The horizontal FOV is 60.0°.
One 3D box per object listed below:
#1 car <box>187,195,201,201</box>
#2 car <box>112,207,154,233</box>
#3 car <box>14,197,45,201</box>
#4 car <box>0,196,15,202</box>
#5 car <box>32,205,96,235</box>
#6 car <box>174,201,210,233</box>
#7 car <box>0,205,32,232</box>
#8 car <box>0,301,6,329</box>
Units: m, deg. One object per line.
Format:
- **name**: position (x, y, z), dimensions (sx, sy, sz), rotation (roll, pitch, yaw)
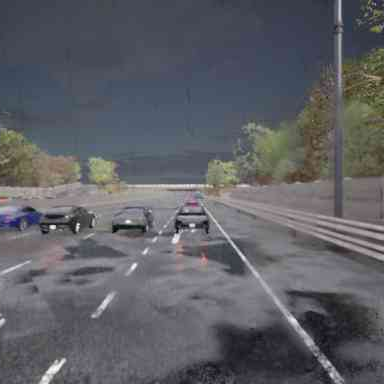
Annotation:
- **car**: position (0.014, 1.585, 56.084), dimensions (1.994, 1.385, 4.181), rotation (0, 0, 0)
- **car**: position (-3.395, 1.555, 19.748), dimensions (1.994, 1.385, 4.181), rotation (0, 0, 0)
- **car**: position (-21.060, 1.495, 44.465), dimensions (2.128, 1.511, 4.902), rotation (0, 0, 0)
- **car**: position (-24.543, 1.498, 46.477), dimensions (2.128, 1.511, 4.902), rotation (0, 0, 1)
- **car**: position (-6.895, 1.496, 18.897), dimensions (1.837, 1.490, 4.892), rotation (0, 0, 0)
- **car**: position (0.005, 1.482, 19.453), dimensions (2.128, 1.511, 4.902), rotation (0, 0, 0)
- **car**: position (-10.396, 1.517, 20.053), dimensions (1.812, 1.442, 4.674), rotation (0, 0, 0)
- **car**: position (-3.400, 1.600, 2.283), dimensions (1.895, 1.301, 4.718), rotation (0, 0, 0)
